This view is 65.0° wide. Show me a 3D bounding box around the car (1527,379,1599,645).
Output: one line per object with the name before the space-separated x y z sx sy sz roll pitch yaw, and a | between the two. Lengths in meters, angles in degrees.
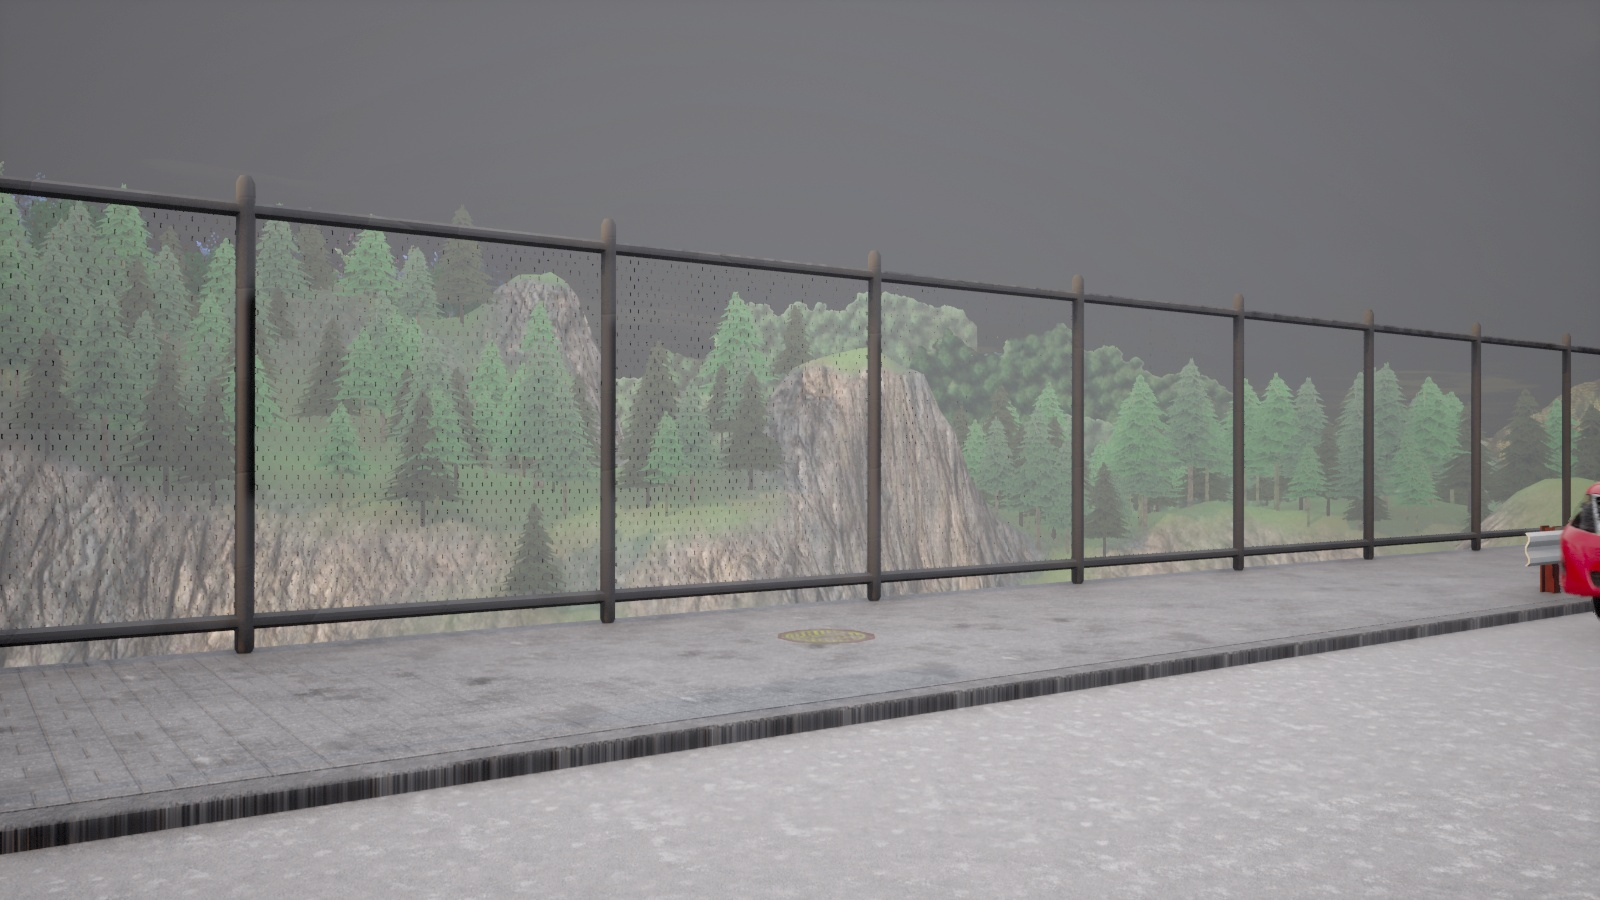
car | 8.901 0.470 10.279 5.566 2.045 2.150 0 0 -22
